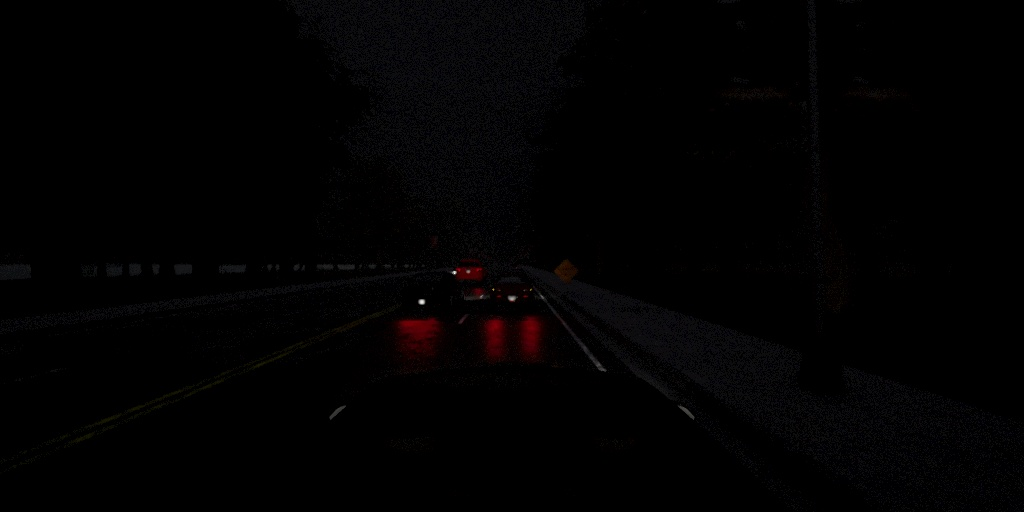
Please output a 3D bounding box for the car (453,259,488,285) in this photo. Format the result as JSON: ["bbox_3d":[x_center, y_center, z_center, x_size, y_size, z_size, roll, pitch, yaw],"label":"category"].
[{"bbox_3d":[-3.251,1.285,29.452,2.150,2.045,5.566,0,0,0],"label":"car"}]

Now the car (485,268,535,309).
[{"bbox_3d":[0.017,1.428,15.761,1.812,1.442,4.674,0,0,0],"label":"car"}]

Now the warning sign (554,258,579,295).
[{"bbox_3d":[2.842,1.049,18.533,1.300,1.860,1.060,0,0,0],"label":"warning sign"}]

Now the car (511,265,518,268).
[{"bbox_3d":[0.006,1.669,30.129,1.895,1.301,4.718,0,-1,0],"label":"car"}]

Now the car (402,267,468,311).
[{"bbox_3d":[-3.236,1.405,15.359,1.837,1.490,4.892,0,0,0],"label":"car"}]
